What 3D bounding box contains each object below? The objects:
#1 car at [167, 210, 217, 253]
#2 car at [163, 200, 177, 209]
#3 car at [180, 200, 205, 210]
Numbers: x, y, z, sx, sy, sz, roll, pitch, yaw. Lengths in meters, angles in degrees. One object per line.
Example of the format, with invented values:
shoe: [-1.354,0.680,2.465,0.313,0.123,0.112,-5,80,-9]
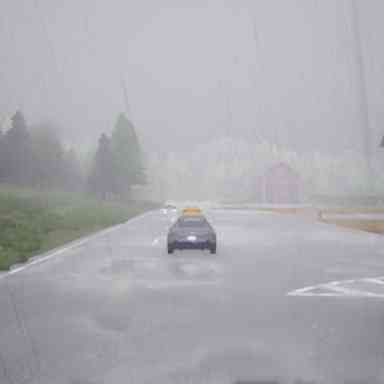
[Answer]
car: [0.000,1.699,14.340,1.994,1.385,4.181,0,0,0]
car: [-3.525,2.031,54.080,1.812,1.442,4.674,0,-1,0]
car: [-0.005,1.753,29.469,1.882,1.535,5.008,0,0,0]
